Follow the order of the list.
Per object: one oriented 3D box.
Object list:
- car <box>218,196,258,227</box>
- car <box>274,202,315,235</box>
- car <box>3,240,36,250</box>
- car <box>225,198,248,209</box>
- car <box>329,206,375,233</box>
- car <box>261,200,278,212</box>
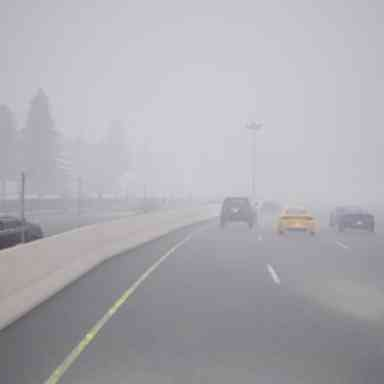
[{"bbox_3d":[3.416,1.319,23.747,2.150,2.045,5.566,0,0,15],"label":"car"},{"bbox_3d":[6.062,1.579,19.794,1.882,1.535,5.008,0,0,13],"label":"car"},{"bbox_3d":[-6.399,1.484,9.867,2.128,1.511,4.902,0,0,6],"label":"car"},{"bbox_3d":[6.838,1.730,50.660,1.812,1.442,4.674,0,0,30],"label":"car"},{"bbox_3d":[9.943,1.607,21.016,1.882,1.535,5.008,0,0,14],"label":"car"},{"bbox_3d":[9.800,1.696,40.846,1.837,1.490,4.892,0,0,26],"label":"car"}]
